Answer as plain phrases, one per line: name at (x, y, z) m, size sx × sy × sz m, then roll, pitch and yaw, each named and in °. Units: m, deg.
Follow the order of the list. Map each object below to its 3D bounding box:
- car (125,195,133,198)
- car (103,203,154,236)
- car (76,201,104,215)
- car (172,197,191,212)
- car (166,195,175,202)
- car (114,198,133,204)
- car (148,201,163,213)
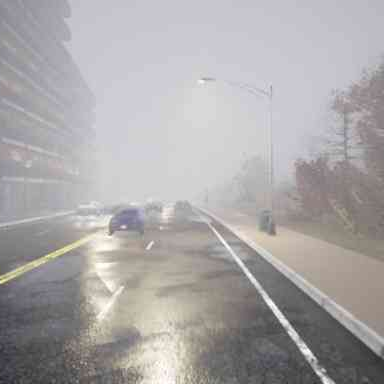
car at (-14.617, 1.259, 77.150) m, size 1.812 × 1.442 × 4.674 m, roll 0°, pitch 0°, yaw -8°
car at (-3.442, 1.562, 18.774) m, size 1.812 × 1.442 × 4.674 m, roll 0°, pitch 0°, yaw -1°
car at (-10.813, 1.674, 35.529) m, size 1.895 × 1.301 × 4.718 m, roll 0°, pitch 0°, yaw -3°
car at (-1.139, 1.626, 40.399) m, size 1.994 × 1.385 × 4.181 m, roll 0°, pitch 0°, yaw -3°
car at (-5.094, 1.453, 79.433) m, size 2.097 × 1.767 × 4.553 m, roll 0°, pitch 0°, yaw -8°
car at (-7.574, 1.669, 35.820) m, size 1.895 × 1.301 × 4.718 m, roll 0°, pitch 0°, yaw -3°
car at (-4.221, 1.665, 37.557) m, size 1.895 × 1.301 × 4.718 m, roll 0°, pitch 0°, yaw -3°
